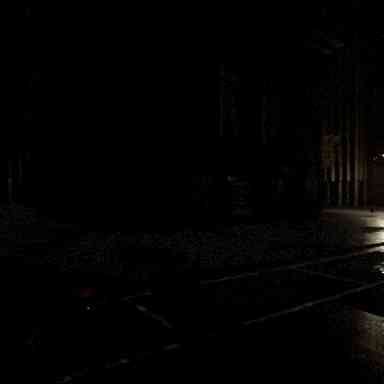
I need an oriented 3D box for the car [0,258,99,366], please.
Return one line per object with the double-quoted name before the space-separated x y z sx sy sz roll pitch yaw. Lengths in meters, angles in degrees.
"car" -3.347 1.579 4.261 4.206 1.307 1.802 1 -1 -36
